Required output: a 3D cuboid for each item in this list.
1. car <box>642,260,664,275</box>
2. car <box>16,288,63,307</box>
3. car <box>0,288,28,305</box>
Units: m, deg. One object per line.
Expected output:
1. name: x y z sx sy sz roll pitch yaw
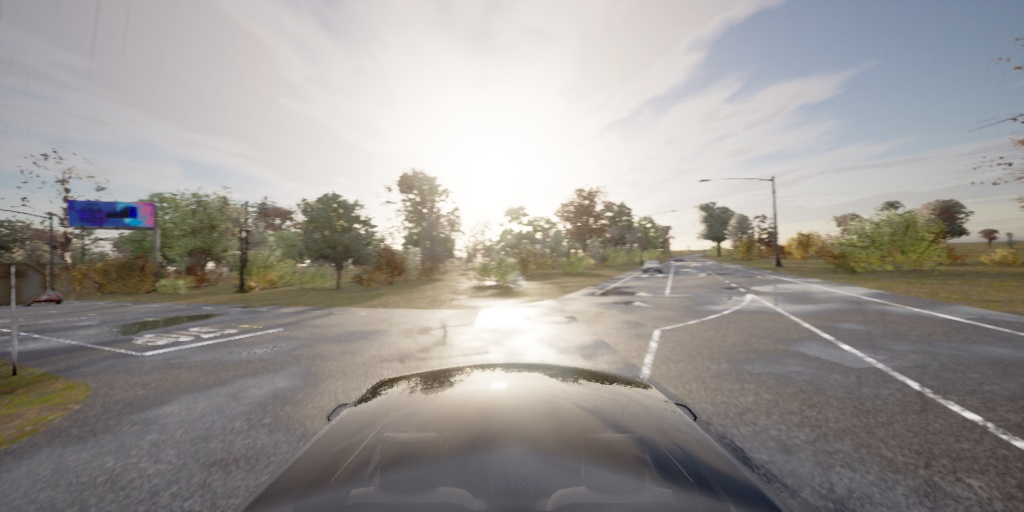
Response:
1. car: 14.661 1.163 37.389 1.812 1.442 4.674 -3 -1 25
2. car: -39.348 3.387 29.728 4.181 1.385 1.994 -3 -1 26
3. car: -48.383 3.832 34.179 4.181 1.385 1.994 -3 -1 26
